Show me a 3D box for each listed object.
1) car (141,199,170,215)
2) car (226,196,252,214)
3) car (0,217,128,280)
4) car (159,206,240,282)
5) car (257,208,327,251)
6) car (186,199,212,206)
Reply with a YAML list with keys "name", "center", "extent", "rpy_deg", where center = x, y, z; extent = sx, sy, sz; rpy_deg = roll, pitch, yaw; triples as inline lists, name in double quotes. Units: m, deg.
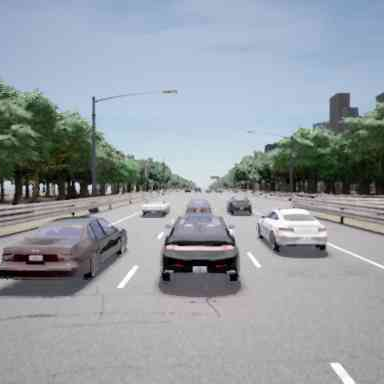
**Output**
- name: "car"
  center: [-2.924, 1.212, 27.850]
  extent: [1.895, 1.301, 4.718]
  rpy_deg: [0, 1, 1]
- name: "car"
  center: [4.110, 1.081, 29.373]
  extent: [2.128, 1.511, 4.902]
  rpy_deg: [0, 1, 1]
- name: "car"
  center: [-3.270, 1.423, 9.614]
  extent: [2.033, 1.411, 5.357]
  rpy_deg: [0, 1, 1]
- name: "car"
  center: [0.225, 1.373, 9.372]
  extent: [2.128, 1.511, 4.902]
  rpy_deg: [0, 1, 1]
- name: "car"
  center: [3.814, 1.360, 13.160]
  extent: [1.812, 1.442, 4.674]
  rpy_deg: [0, 1, 2]
- name: "car"
  center: [0.497, 1.218, 24.501]
  extent: [2.033, 1.411, 5.357]
  rpy_deg: [0, 1, 1]
